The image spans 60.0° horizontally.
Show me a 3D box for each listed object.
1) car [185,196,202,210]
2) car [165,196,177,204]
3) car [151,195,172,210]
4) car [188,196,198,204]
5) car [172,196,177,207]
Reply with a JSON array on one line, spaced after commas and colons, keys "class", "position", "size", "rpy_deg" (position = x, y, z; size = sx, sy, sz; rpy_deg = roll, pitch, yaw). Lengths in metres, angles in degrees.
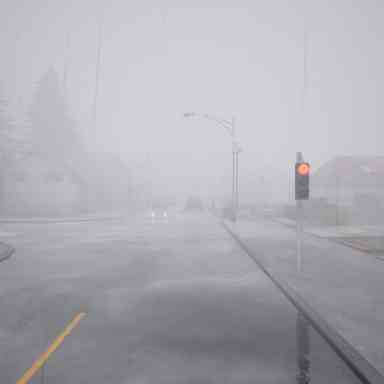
[{"class": "car", "position": [0.228, 1.352, 42.762], "size": [2.097, 1.767, 4.553], "rpy_deg": [0, 0, 0]}, {"class": "car", "position": [-3.879, 1.477, 62.353], "size": [1.882, 1.535, 5.008], "rpy_deg": [0, 0, 1]}, {"class": "car", "position": [-3.978, 1.505, 42.238], "size": [1.837, 1.490, 4.892], "rpy_deg": [0, 0, 0]}, {"class": "car", "position": [0.206, 1.741, 71.392], "size": [2.128, 1.511, 4.902], "rpy_deg": [0, 0, 0]}, {"class": "car", "position": [-3.943, 1.352, 52.280], "size": [2.097, 1.767, 4.553], "rpy_deg": [0, 0, 0]}]
